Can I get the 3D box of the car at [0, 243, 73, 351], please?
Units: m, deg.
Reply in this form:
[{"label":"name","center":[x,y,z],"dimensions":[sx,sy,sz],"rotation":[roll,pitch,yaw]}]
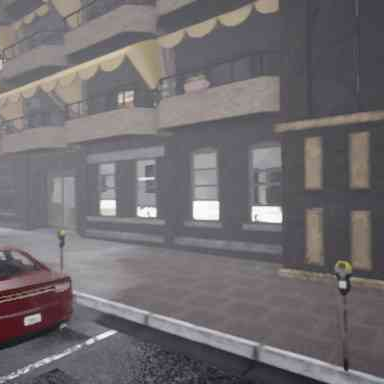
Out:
[{"label":"car","center":[-3.903,1.536,5.670],"dimensions":[4.507,1.381,1.887],"rotation":[0,-1,36]}]
